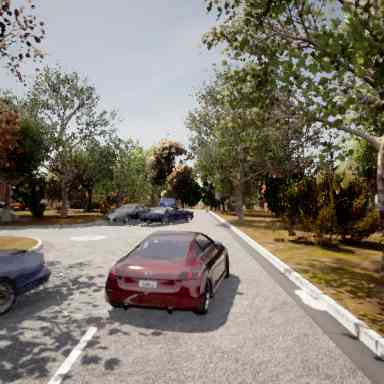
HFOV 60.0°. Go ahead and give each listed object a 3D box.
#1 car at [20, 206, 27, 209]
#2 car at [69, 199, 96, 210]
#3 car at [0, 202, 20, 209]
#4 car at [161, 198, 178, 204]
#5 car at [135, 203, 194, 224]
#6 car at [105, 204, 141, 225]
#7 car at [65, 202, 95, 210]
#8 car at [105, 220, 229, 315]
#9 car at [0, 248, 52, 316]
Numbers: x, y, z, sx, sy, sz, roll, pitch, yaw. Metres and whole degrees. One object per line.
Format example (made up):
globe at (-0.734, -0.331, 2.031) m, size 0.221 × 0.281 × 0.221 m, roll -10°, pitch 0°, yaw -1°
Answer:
car at (-33.106, 2.518, 64.557) m, size 4.553 × 1.767 × 2.097 m, roll -1°, pitch -2°, yaw 21°
car at (-18.847, 2.310, 59.436) m, size 5.566 × 2.045 × 2.150 m, roll 0°, pitch -2°, yaw -3°
car at (-35.148, 2.559, 61.795) m, size 4.892 × 1.490 × 1.837 m, roll 0°, pitch -2°, yaw 12°
car at (-3.455, 1.940, 49.718) m, size 2.150 × 2.045 × 5.566 m, roll 1°, pitch -1°, yaw -9°
car at (-1.915, 1.866, 26.565) m, size 1.895 × 1.301 × 4.718 m, roll -1°, pitch 0°, yaw 38°
car at (-5.205, 1.804, 27.913) m, size 2.128 × 1.511 × 4.902 m, roll -1°, pitch 1°, yaw 25°
car at (-21.153, 2.590, 62.706) m, size 5.008 × 1.535 × 1.882 m, roll 0°, pitch -2°, yaw 1°
car at (-0.306, 1.587, 7.764) m, size 1.994 × 1.385 × 4.181 m, roll 0°, pitch 0°, yaw 13°
car at (-4.828, 1.571, 5.152) m, size 2.033 × 1.411 × 5.357 m, roll -2°, pitch 0°, yaw 25°
